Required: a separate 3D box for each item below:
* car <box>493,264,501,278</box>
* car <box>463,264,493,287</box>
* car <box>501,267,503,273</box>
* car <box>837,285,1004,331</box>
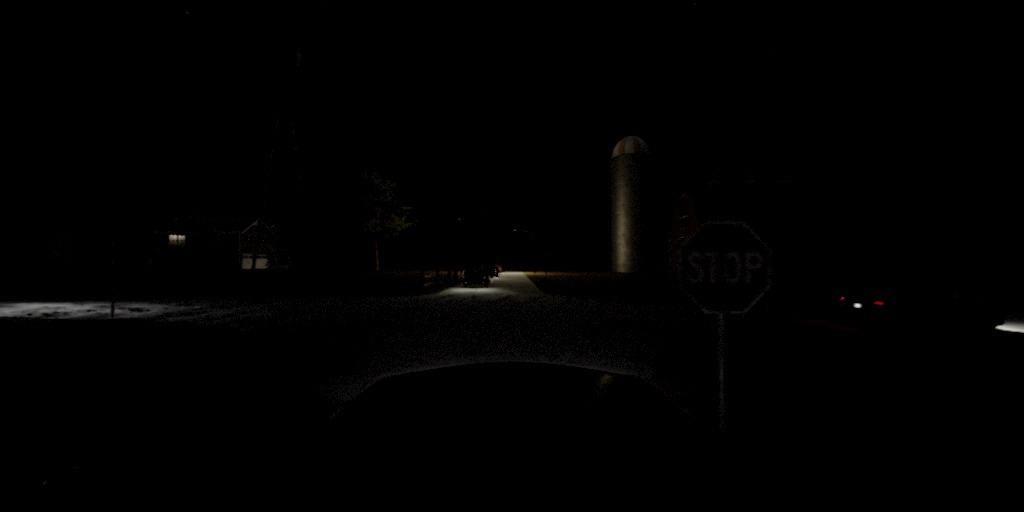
[{"bbox_3d":[-2.782,1.785,45.122,2.097,1.767,4.553,0,-1,0],"label":"car"},{"bbox_3d":[-2.808,1.634,29.186,1.882,1.535,5.008,0,-1,0],"label":"car"},{"bbox_3d":[-2.659,2.368,64.226,1.812,1.442,4.674,0,-1,0],"label":"car"},{"bbox_3d":[13.943,1.714,12.399,4.181,1.385,1.994,1,-1,0],"label":"car"}]
